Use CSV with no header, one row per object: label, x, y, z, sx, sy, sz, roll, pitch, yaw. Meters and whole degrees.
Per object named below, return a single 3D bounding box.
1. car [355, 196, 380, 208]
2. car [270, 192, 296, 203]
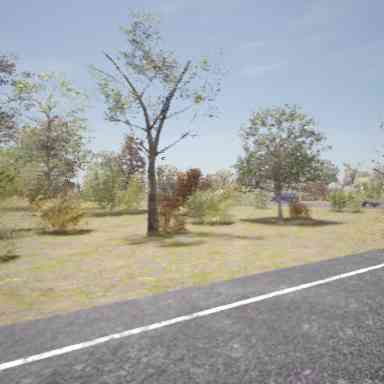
car,23.478,1.398,46.250,1.837,1.490,4.892,0,0,-37
car,17.763,1.014,65.357,2.150,2.045,5.566,0,0,-37
